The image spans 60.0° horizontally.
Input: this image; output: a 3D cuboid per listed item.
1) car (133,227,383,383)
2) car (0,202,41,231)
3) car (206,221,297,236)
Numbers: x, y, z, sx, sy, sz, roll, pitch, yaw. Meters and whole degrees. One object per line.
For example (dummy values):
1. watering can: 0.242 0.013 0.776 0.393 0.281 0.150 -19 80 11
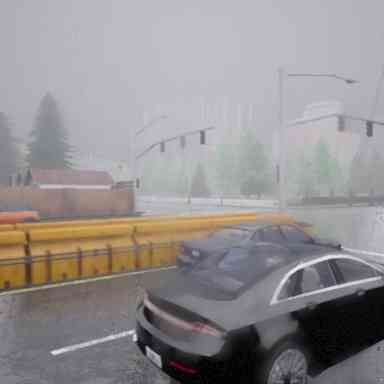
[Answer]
1. car: 1.573 1.492 4.870 4.902 1.511 2.128 0 0 -35
2. car: -10.649 1.351 17.861 4.553 1.767 2.097 0 0 -35
3. car: 2.132 1.547 9.564 5.357 1.411 2.033 0 0 -36
